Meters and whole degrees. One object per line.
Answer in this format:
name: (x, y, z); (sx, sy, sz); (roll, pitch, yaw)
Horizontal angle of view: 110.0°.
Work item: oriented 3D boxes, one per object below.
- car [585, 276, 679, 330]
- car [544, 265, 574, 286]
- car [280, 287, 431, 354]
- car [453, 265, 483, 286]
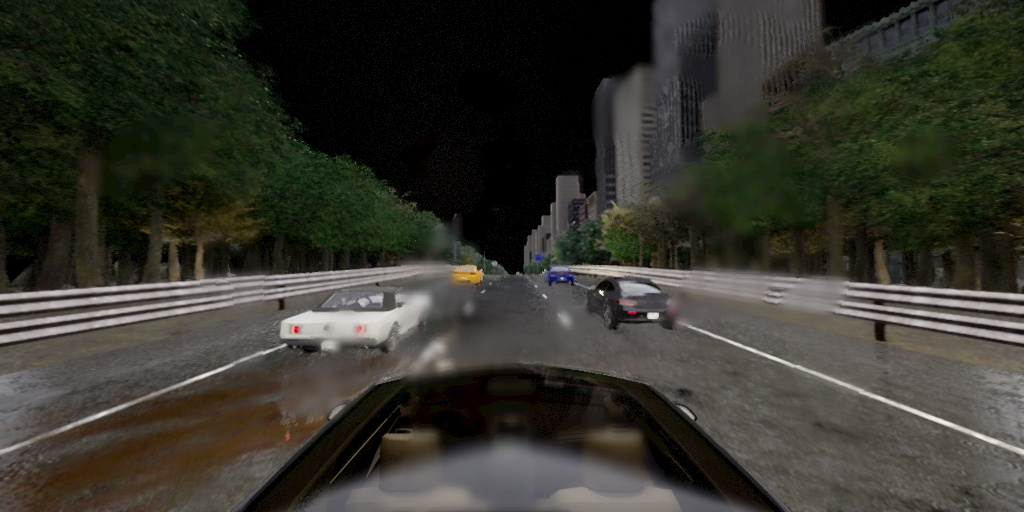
car: (3.599, 1.371, 11.423); (1.812, 1.442, 4.674); (0, 0, 0)
car: (3.601, 1.466, 28.117); (1.882, 1.535, 5.008); (0, 0, 0)
car: (-3.402, 1.424, 8.949); (1.895, 1.301, 4.718); (0, -1, 0)
car: (-3.400, 1.466, 28.136); (1.882, 1.535, 5.008); (0, 0, 0)
